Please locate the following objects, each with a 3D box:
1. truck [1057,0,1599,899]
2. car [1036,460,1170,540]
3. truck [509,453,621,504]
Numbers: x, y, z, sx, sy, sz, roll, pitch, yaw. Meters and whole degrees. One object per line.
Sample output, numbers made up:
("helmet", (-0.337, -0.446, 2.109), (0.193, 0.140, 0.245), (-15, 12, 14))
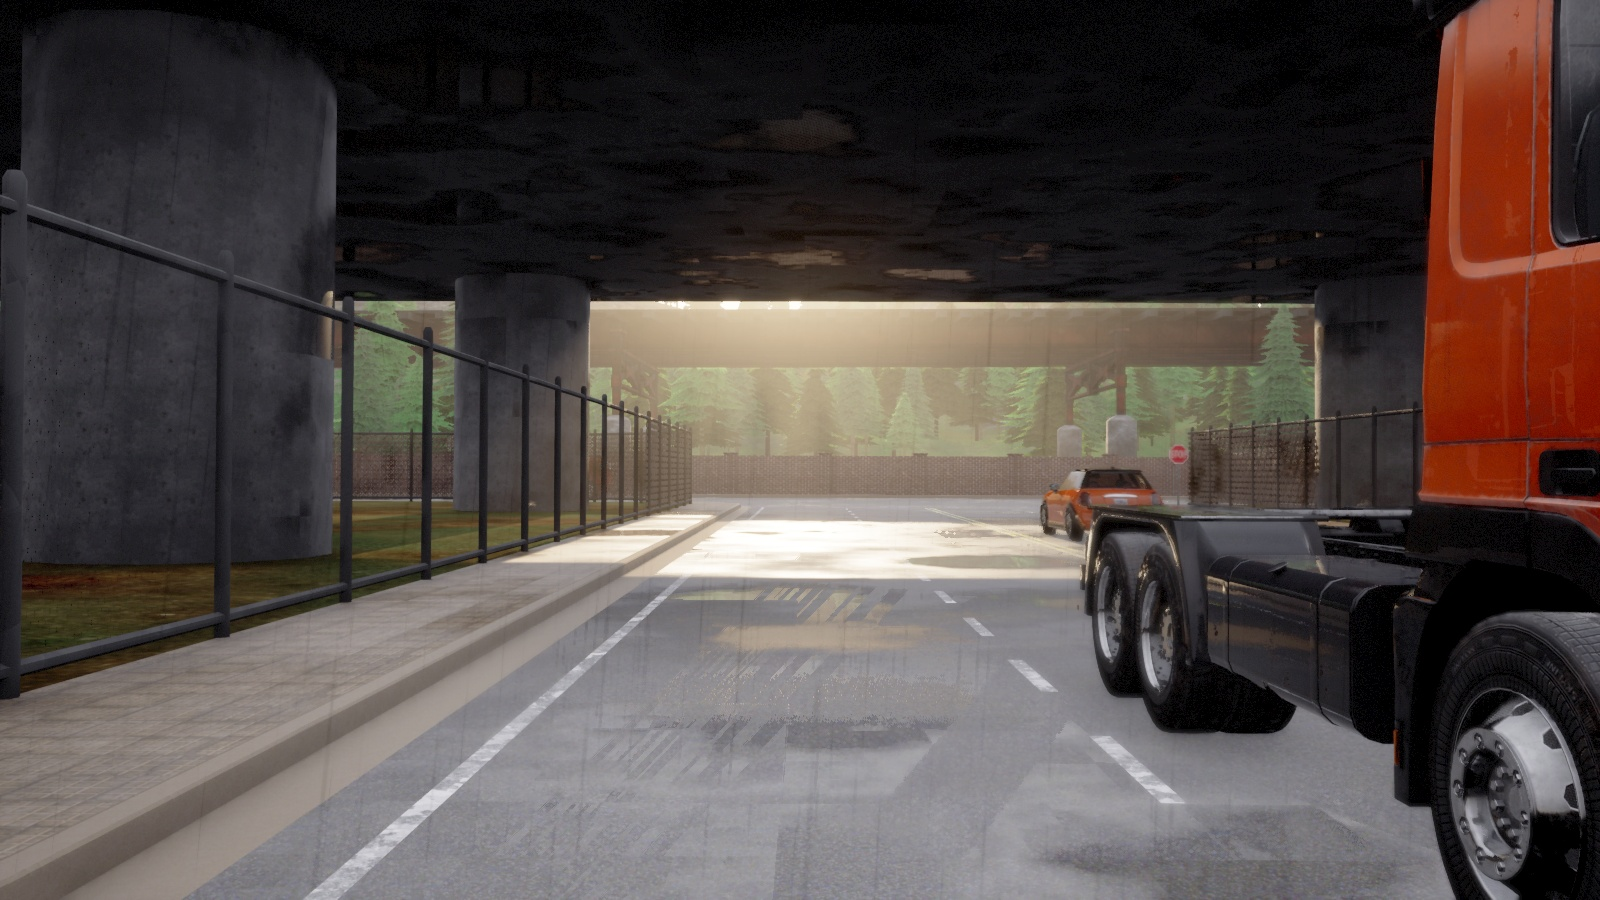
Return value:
("truck", (3.521, -0.079, 6.109), (2.891, 3.462, 7.936), (0, -1, 0))
("car", (7.119, 1.148, 30.033), (2.097, 1.767, 4.553), (0, -1, 0))
("truck", (-11.945, 1.461, 64.149), (5.204, 2.467, 2.627), (-1, -1, 0))
